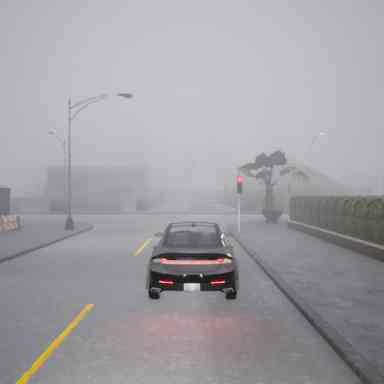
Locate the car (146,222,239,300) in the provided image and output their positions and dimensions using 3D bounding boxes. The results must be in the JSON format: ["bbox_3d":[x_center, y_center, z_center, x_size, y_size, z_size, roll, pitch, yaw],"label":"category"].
[{"bbox_3d":[0.039,1.491,8.395,2.128,1.511,4.902,0,0,1],"label":"car"}]

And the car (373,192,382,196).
[{"bbox_3d":[38.029,0.972,67.799,1.905,1.878,3.866,0,0,0],"label":"car"}]
